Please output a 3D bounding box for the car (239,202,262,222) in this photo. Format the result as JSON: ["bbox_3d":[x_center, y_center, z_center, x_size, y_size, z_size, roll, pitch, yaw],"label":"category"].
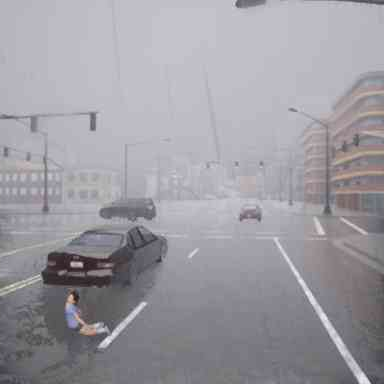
[{"bbox_3d":[5.341,1.861,30.116,1.812,1.442,4.674,0,0,13],"label":"car"}]

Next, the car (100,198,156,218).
[{"bbox_3d":[-5.701,1.524,29.494,5.566,2.045,2.150,0,-2,36],"label":"car"}]

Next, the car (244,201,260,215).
[{"bbox_3d":[7.474,1.959,41.536,1.812,1.442,4.674,0,0,10],"label":"car"}]

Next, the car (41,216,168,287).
[{"bbox_3d":[-2.119,1.658,9.722,2.033,1.411,5.357,0,-1,9],"label":"car"}]
